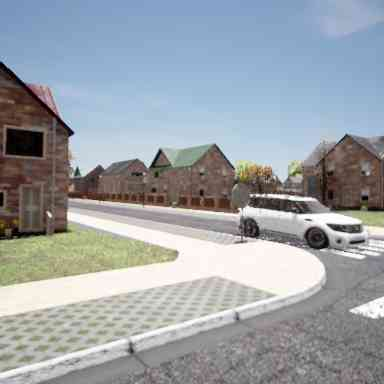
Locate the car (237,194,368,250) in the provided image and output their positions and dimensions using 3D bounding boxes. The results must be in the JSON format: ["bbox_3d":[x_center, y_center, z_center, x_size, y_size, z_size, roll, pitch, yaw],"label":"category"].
[{"bbox_3d":[4.343,1.175,14.100,2.150,2.045,5.566,2,2,-36],"label":"car"}]
